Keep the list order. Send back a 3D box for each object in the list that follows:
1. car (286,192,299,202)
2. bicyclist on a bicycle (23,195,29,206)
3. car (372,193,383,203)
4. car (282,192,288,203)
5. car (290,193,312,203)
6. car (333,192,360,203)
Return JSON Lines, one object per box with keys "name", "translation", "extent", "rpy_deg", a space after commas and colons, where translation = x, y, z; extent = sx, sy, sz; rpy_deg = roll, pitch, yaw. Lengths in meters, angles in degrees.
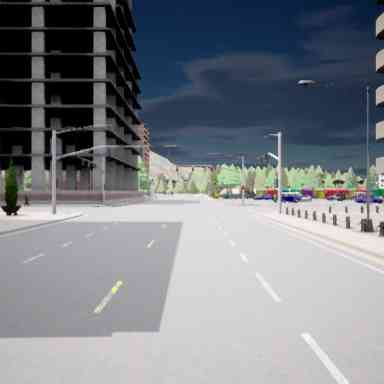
{"name": "car", "translation": [24.267, 1.395, 76.107], "extent": [3.905, 1.438, 1.784], "rpy_deg": [0, 0, 0]}
{"name": "bicyclist on a bicycle", "translation": [-26.006, 1.329, 52.107], "extent": [0.582, 1.620, 1.656], "rpy_deg": [0, 0, -1]}
{"name": "car", "translation": [39.415, 1.427, 67.527], "extent": [3.806, 1.475, 1.970], "rpy_deg": [0, 0, 0]}
{"name": "car", "translation": [24.201, 1.185, 78.790], "extent": [4.605, 1.855, 1.932], "rpy_deg": [0, 0, 0]}
{"name": "car", "translation": [24.282, 1.427, 73.212], "extent": [3.806, 1.475, 1.970], "rpy_deg": [0, 0, 0]}
{"name": "car", "translation": [39.232, 1.187, 84.424], "extent": [4.605, 1.855, 1.932], "rpy_deg": [0, 0, 0]}
